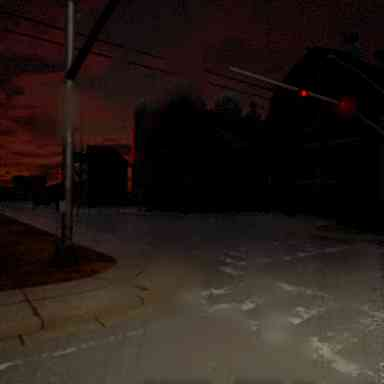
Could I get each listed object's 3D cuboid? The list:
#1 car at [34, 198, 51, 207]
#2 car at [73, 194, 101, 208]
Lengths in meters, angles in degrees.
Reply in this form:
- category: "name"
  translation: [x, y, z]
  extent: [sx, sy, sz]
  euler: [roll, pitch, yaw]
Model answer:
- category: "car"
  translation: [-25.018, 1.688, 55.480]
  extent: [1.994, 1.385, 4.181]
  euler: [1, -1, -36]
- category: "car"
  translation: [-15.478, 1.322, 49.421]
  extent: [3.866, 1.878, 1.905]
  euler: [-1, 5, 11]
